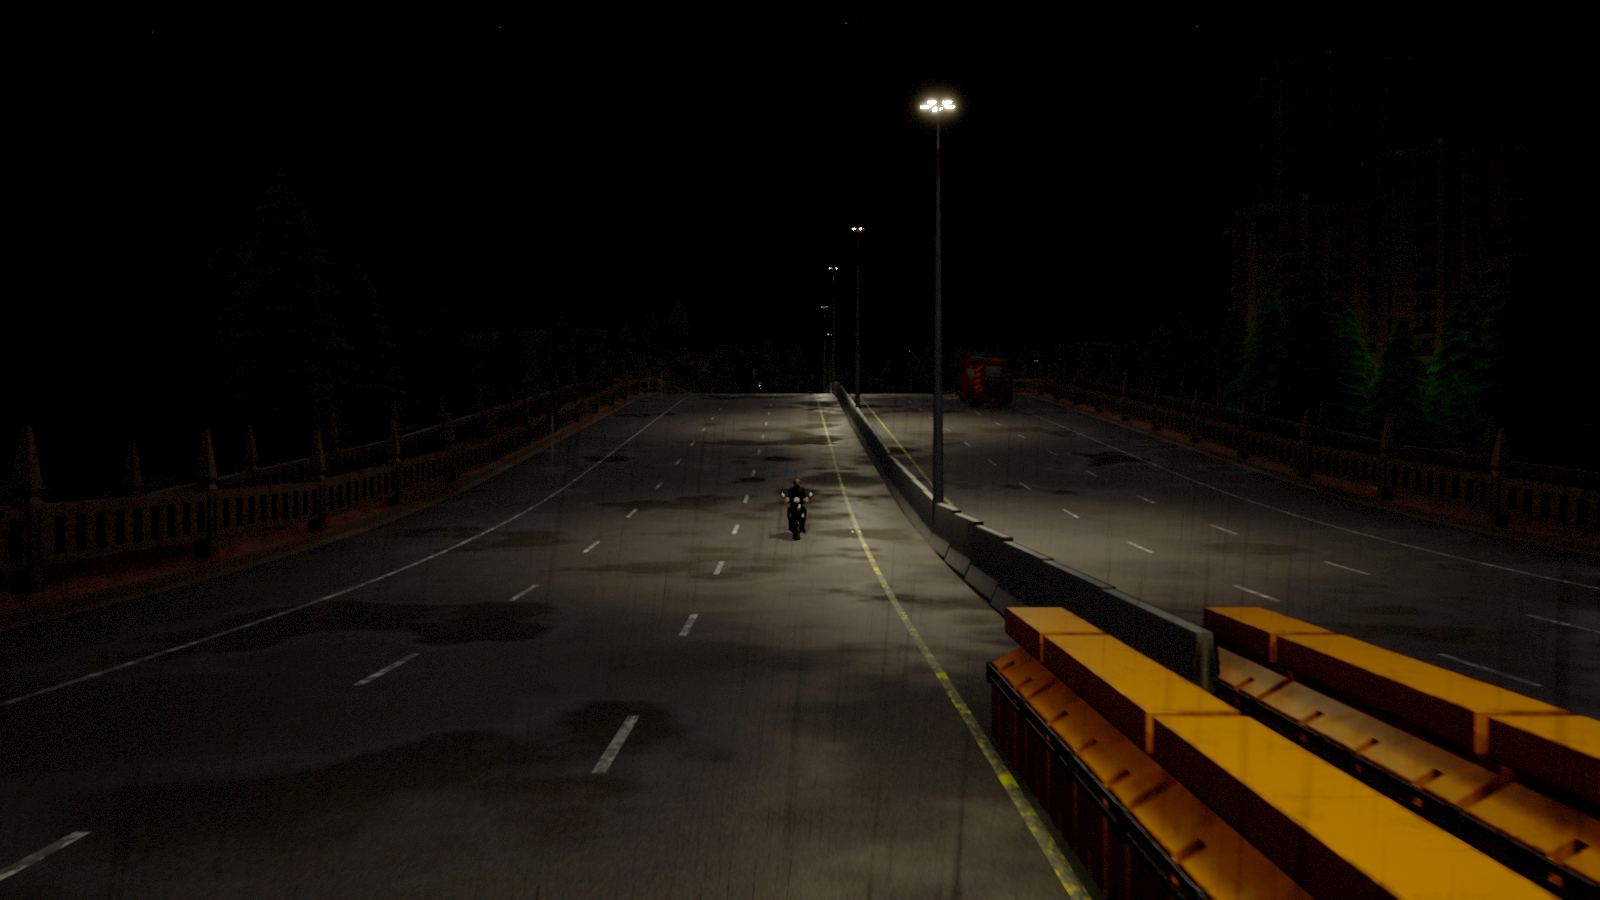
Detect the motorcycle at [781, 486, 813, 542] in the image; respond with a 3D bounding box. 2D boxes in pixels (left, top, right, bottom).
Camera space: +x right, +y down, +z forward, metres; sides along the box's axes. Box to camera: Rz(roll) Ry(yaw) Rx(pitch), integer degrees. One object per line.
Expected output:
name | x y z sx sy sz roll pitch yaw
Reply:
motorcycle | -0.085 1.722 31.008 0.856 1.316 1.805 0 3 0
